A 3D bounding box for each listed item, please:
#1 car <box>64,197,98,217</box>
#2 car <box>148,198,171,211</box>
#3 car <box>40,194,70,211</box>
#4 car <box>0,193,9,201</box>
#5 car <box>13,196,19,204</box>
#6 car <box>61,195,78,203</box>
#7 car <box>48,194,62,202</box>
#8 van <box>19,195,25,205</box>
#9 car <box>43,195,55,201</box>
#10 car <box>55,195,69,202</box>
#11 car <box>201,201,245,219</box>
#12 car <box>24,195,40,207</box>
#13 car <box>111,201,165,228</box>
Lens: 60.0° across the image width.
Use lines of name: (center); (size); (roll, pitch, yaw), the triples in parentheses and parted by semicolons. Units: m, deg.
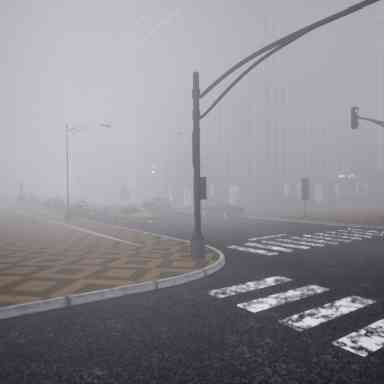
car: (-10.432, 1.533, 31.898); (1.752, 1.417, 4.829); (-1, 1, -36)
car: (-4.033, 1.328, 36.696); (1.967, 1.590, 4.097); (-1, 1, -36)
car: (-16.960, 1.429, 41.101); (1.967, 1.590, 4.097); (-1, 1, -36)
car: (-46.102, 1.449, 81.745); (1.887, 1.381, 4.507); (-1, 1, -36)
car: (-33.150, 1.494, 63.682); (2.008, 1.369, 4.403); (-1, 1, -36)
car: (-23.508, 1.385, 63.757); (2.008, 1.369, 4.403); (-1, 1, -36)
car: (-29.985, 1.256, 72.788); (1.967, 1.590, 4.097); (-1, 1, -36)
van: (-26.675, 1.303, 54.648); (1.690, 1.788, 3.998); (-1, 1, -36)
car: (-33.322, 1.331, 77.443); (1.752, 1.417, 4.829); (-1, 1, -36)
car: (-26.746, 1.407, 68.274); (1.802, 1.307, 4.206); (-1, 1, -36)
car: (2.503, 1.455, 27.705); (2.008, 1.369, 4.403); (-1, 1, -36)
car: (-23.436, 1.411, 50.133); (1.967, 1.590, 4.097); (-1, 1, -36)
car: (-4.012, 1.552, 22.824); (1.752, 1.417, 4.829); (-1, 1, -36)
